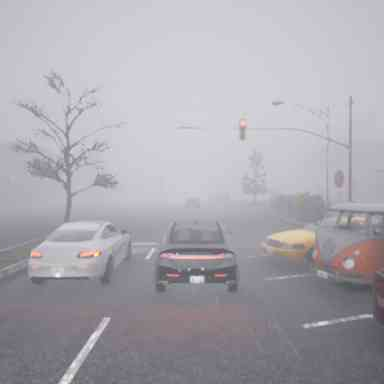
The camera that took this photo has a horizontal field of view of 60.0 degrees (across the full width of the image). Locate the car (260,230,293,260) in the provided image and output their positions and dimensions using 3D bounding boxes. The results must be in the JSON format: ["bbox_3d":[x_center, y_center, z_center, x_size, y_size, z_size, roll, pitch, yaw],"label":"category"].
[{"bbox_3d":[4.897,1.475,11.049,5.366,1.575,1.946,1,0,-20],"label":"car"}]

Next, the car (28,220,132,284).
[{"bbox_3d":[-2.906,1.517,9.407,1.812,1.442,4.674,0,0,-1],"label":"car"}]

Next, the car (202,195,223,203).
[{"bbox_3d":[5.098,1.659,81.273,4.553,1.767,2.185,1,-1,-20],"label":"car"}]

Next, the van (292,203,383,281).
[{"bbox_3d":[4.963,1.256,8.090,4.442,1.987,1.878,1,0,-20],"label":"van"}]

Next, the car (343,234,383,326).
[{"bbox_3d":[5.095,1.515,5.164,4.792,1.488,2.163,1,0,-20],"label":"car"}]

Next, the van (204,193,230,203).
[{"bbox_3d":[4.961,1.150,63.358,4.442,1.987,1.878,1,-1,-20],"label":"van"}]

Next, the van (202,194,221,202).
[{"bbox_3d":[4.961,1.623,84.201,4.442,1.987,1.878,1,-1,-20],"label":"van"}]

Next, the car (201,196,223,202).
[{"bbox_3d":[5.238,1.920,87.285,5.366,1.575,1.946,1,-2,-20],"label":"car"}]

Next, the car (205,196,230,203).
[{"bbox_3d":[5.062,1.486,66.376,4.674,1.452,2.002,1,-2,-20],"label":"car"}]

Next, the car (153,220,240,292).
[{"bbox_3d":[0.099,1.483,8.875,2.128,1.511,4.902,0,0,0],"label":"car"}]

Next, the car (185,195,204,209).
[{"bbox_3d":[0.078,1.298,41.410,2.128,1.511,4.902,-1,1,0],"label":"car"}]
